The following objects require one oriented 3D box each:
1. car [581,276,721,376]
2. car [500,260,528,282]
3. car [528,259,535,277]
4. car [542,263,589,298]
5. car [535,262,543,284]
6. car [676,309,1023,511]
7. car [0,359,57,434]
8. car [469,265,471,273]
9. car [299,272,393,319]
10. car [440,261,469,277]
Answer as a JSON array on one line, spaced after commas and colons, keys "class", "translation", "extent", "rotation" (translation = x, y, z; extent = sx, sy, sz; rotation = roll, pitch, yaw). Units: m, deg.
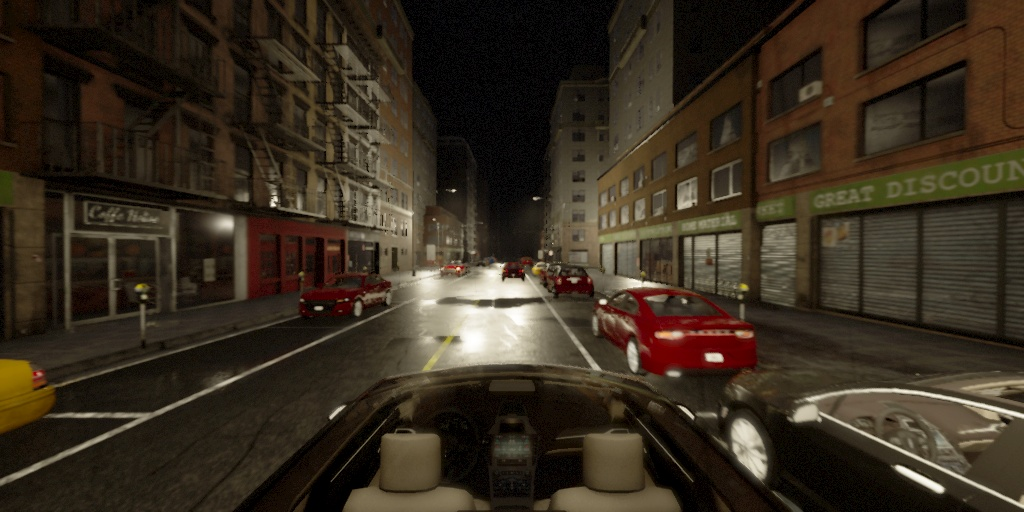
[{"class": "car", "translation": [2.854, 1.291, 7.285], "extent": [1.888, 1.381, 4.507], "rotation": [0, 0, 0]}, {"class": "car", "translation": [0.085, 1.267, 29.130], "extent": [1.812, 1.442, 4.674], "rotation": [0, 0, 0]}, {"class": "car", "translation": [2.842, 1.269, 34.939], "extent": [1.751, 1.417, 4.829], "rotation": [0, 0, 0]}, {"class": "car", "translation": [2.849, 1.181, 18.278], "extent": [1.967, 1.591, 4.097], "rotation": [0, 0, 0]}, {"class": "car", "translation": [2.847, 1.180, 23.775], "extent": [1.967, 1.591, 4.097], "rotation": [0, 0, 0]}, {"class": "car", "translation": [2.857, 1.301, 1.788], "extent": [2.007, 1.370, 4.403], "rotation": [0, 0, 0]}, {"class": "car", "translation": [-5.669, 1.276, 1.614], "extent": [1.751, 1.417, 4.829], "rotation": [0, 0, 0]}, {"class": "car", "translation": [-5.685, 1.313, 40.261], "extent": [1.948, 1.339, 4.313], "rotation": [0, 0, 0]}, {"class": "car", "translation": [-5.674, 1.288, 12.778], "extent": [1.888, 1.381, 4.507], "rotation": [0, 0, 0]}, {"class": "car", "translation": [-5.683, 1.183, 34.765], "extent": [1.967, 1.591, 4.097], "rotation": [0, 0, 0]}]
